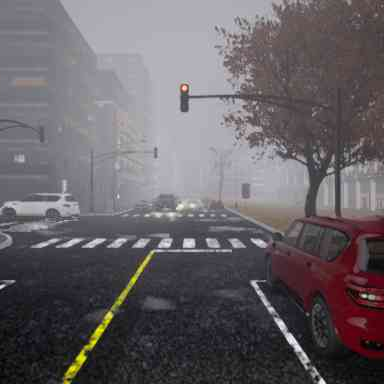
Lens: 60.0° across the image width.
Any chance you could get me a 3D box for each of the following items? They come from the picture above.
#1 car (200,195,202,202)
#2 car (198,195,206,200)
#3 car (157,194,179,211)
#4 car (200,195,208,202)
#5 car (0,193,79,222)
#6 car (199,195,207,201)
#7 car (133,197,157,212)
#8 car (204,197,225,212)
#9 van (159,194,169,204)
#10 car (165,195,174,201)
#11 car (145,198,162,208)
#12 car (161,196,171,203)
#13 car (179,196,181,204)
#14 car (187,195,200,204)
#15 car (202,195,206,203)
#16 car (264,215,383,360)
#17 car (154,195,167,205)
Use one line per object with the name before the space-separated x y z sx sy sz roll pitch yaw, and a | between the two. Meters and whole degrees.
car | 2.787 1.578 65.979 1.802 1.307 4.206 0 0 0
car | 2.827 1.571 93.643 2.008 1.369 4.403 0 0 0
car | -3.033 1.206 40.075 2.150 2.045 5.566 0 0 0
car | 2.803 1.528 77.215 1.752 1.417 4.829 0 0 0
car | -11.285 1.088 24.781 5.566 2.045 2.150 2 -1 5
car | 2.819 1.558 88.111 1.887 1.381 4.507 0 0 0
car | -5.634 1.535 38.329 2.008 1.369 4.403 0 0 0
car | 2.746 1.529 38.316 1.887 1.381 4.507 0 0 0
van | -5.594 1.337 65.993 1.690 1.788 3.998 0 0 0
car | -5.570 1.448 82.591 1.967 1.590 4.097 0 0 0
car | -5.618 1.538 49.395 2.008 1.369 4.403 0 0 0
car | -5.585 1.581 71.525 1.802 1.307 4.206 0 0 0
car | -3.009 1.493 50.507 1.837 1.490 4.892 0 0 0
car | 0.179 1.520 64.215 1.812 1.442 4.674 0 0 0
car | 2.763 1.513 49.552 1.752 1.417 4.829 0 0 0
car | 2.700 1.311 5.928 2.192 1.841 5.009 0 0 0
car | -5.602 1.433 60.460 1.967 1.590 4.097 0 0 0
